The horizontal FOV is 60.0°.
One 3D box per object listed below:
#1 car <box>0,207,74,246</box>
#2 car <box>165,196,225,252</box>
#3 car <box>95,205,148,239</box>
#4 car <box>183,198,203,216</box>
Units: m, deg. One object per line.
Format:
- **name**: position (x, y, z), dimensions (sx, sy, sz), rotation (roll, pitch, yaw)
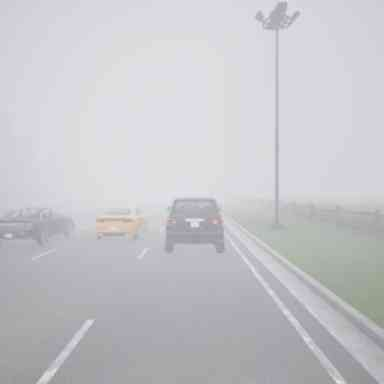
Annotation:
- **car**: position (-6.903, 1.434, 14.965), dimensions (2.128, 1.511, 4.902), rotation (0, 0, 0)
- **car**: position (0.097, 1.169, 13.770), dimensions (2.150, 2.045, 5.566), rotation (0, 0, 0)
- **car**: position (-3.402, 1.412, 16.809), dimensions (1.882, 1.535, 5.008), rotation (0, 0, 0)
- **car**: position (0.094, 1.380, 32.620), dimensions (1.837, 1.490, 4.892), rotation (0, 0, 0)
